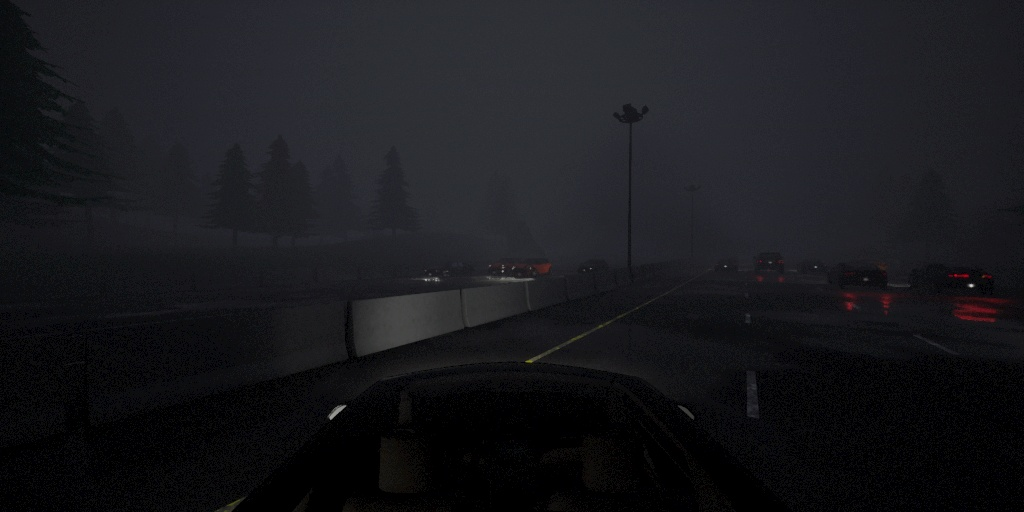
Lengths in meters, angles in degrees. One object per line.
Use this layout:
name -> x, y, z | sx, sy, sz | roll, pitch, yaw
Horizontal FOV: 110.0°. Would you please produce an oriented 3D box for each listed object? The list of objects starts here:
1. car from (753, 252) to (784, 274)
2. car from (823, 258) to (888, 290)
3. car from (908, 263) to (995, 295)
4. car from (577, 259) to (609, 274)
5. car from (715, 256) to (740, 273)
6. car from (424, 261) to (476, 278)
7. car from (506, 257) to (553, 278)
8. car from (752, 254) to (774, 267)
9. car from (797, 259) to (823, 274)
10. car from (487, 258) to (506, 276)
car -> 24.677, 0.628, 34.487 | 2.150, 2.045, 5.566 | 0, 1, 33
car -> 20.205, 1.086, 21.158 | 1.882, 1.535, 5.008 | 0, 0, 33
car -> 22.886, 1.119, 18.860 | 1.837, 1.490, 4.892 | 0, 0, 33
car -> 7.903, 1.045, 34.592 | 1.837, 1.490, 4.892 | 0, 0, 33
car -> 22.119, 0.956, 36.980 | 1.994, 1.385, 4.181 | 0, 1, 33
car -> -5.607, 1.179, 33.159 | 2.033, 1.411, 5.357 | 0, 1, 33
car -> 1.830, 0.958, 31.736 | 2.097, 1.767, 4.553 | 0, 1, 33
car -> 32.802, 0.583, 47.010 | 2.128, 1.511, 4.902 | 0, 1, 32
car -> 28.739, 0.936, 34.320 | 1.994, 1.385, 4.181 | 0, 1, 33
car -> -0.413, 0.941, 34.697 | 2.097, 1.767, 4.553 | 0, 1, 33
